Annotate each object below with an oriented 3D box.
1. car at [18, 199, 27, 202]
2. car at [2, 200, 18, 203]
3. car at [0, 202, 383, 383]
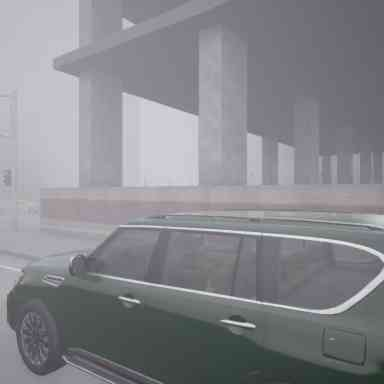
[{"bbox_3d":[-14.293,1.547,33.442,2.128,1.511,4.902,0,0,36],"label":"car"},{"bbox_3d":[-18.343,1.533,33.797,1.882,1.535,5.008,0,0,36],"label":"car"},{"bbox_3d":[0.098,1.221,3.915,5.566,2.045,2.150,0,0,36],"label":"car"}]
